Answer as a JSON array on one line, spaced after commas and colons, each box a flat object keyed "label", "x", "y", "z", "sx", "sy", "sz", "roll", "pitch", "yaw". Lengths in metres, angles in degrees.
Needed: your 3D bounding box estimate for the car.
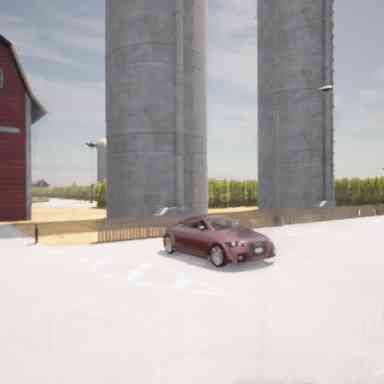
[{"label": "car", "x": 0.770, "y": 1.506, "z": 11.245, "sx": 1.994, "sy": 1.381, "sz": 4.181, "roll": 0, "pitch": 0, "yaw": -36}]
